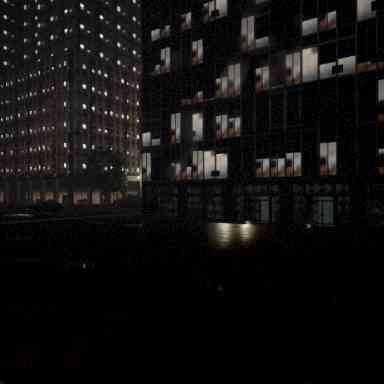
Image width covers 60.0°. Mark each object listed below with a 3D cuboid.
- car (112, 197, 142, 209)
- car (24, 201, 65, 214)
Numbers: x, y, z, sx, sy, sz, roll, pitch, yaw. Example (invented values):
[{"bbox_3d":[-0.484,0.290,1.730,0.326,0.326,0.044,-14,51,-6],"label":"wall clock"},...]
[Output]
[{"bbox_3d":[-8.704,1.761,47.658,1.895,1.301,4.718,0,0,35],"label":"car"},{"bbox_3d":[-16.244,1.671,36.731,1.994,1.385,4.181,0,0,34],"label":"car"}]
